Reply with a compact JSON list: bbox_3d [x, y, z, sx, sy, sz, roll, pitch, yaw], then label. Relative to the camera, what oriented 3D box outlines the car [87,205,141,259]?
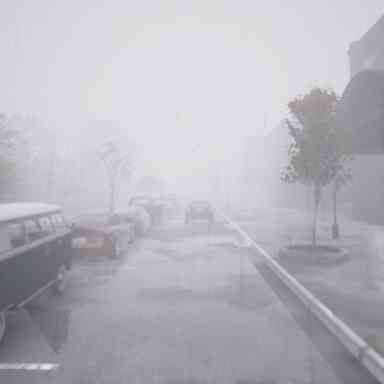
[{"bbox_3d":[-3.468,1.506,12.616,2.163,1.488,4.792,0,1,0],"label":"car"}]

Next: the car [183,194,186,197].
[{"bbox_3d":[-2.603,1.487,51.403,2.097,1.535,5.008,0,0,3],"label":"car"}]

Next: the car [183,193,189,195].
[{"bbox_3d":[-2.245,1.515,67.200,1.946,1.575,5.366,0,0,3],"label":"car"}]

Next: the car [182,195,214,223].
[{"bbox_3d":[0.580,1.344,25.697,2.097,1.767,4.553,0,0,1],"label":"car"}]

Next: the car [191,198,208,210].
[{"bbox_3d":[0.960,1.558,42.921,1.994,1.385,4.181,0,0,1],"label":"car"}]

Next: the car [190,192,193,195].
[{"bbox_3d":[-1.664,1.266,93.626,2.435,2.045,5.566,0,0,3],"label":"car"}]

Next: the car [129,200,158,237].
[{"bbox_3d":[-3.345,1.476,18.126,2.231,1.521,4.892,0,1,0],"label":"car"}]

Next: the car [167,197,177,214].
[{"bbox_3d":[-2.974,1.537,34.778,2.002,1.452,4.674,0,0,2],"label":"car"}]

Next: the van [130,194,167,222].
[{"bbox_3d":[-3.213,1.272,23.810,1.878,1.987,4.442,0,0,3],"label":"van"}]

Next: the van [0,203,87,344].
[{"bbox_3d":[-3.611,1.250,6.106,1.878,1.987,4.442,0,1,-1],"label":"van"}]

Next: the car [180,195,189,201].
[{"bbox_3d":[-1.864,1.534,84.675,2.097,1.535,5.008,0,0,3],"label":"car"}]

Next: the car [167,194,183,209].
[{"bbox_3d":[-2.824,1.260,41.522,2.435,2.045,5.566,0,0,2],"label":"car"}]

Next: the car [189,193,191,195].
[{"bbox_3d":[-2.111,1.539,73.580,2.097,1.535,5.008,0,0,3],"label":"car"}]
